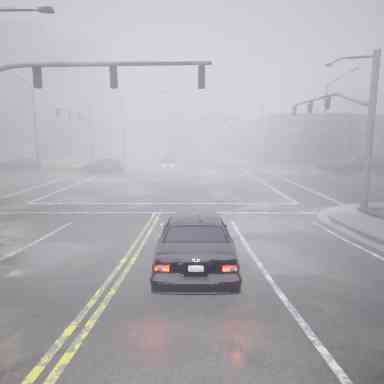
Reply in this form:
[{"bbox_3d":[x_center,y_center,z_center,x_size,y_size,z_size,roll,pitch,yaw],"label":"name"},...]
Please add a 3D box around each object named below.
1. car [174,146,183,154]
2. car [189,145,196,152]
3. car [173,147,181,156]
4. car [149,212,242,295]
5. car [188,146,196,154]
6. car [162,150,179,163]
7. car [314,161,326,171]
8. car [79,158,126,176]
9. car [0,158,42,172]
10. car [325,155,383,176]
[{"bbox_3d":[-3.410,-8.507,71.194,2.033,1.411,5.357,0,9,0],"label":"car"},{"bbox_3d":[0.116,-12.031,91.711,2.097,1.767,4.553,0,9,0],"label":"car"},{"bbox_3d":[-3.490,-6.884,60.999,1.837,1.490,4.892,0,9,0],"label":"car"},{"bbox_3d":[0.085,1.218,8.395,2.033,1.411,5.357,0,4,0],"label":"car"},{"bbox_3d":[0.099,-9.651,78.573,1.895,1.301,4.718,0,9,0],"label":"car"},{"bbox_3d":[-3.531,-5.300,51.521,2.033,1.411,5.357,0,9,0],"label":"car"},{"bbox_3d":[16.322,-3.052,37.327,4.902,1.511,2.128,0,9,0],"label":"car"},{"bbox_3d":[-9.154,-2.641,33.964,4.553,1.767,2.097,0,9,0],"label":"car"},{"bbox_3d":[-19.496,-3.071,37.486,4.902,1.511,2.128,0,9,0],"label":"car"},{"bbox_3d":[17.067,-2.756,33.822,5.566,2.045,2.150,0,9,1],"label":"car"}]
